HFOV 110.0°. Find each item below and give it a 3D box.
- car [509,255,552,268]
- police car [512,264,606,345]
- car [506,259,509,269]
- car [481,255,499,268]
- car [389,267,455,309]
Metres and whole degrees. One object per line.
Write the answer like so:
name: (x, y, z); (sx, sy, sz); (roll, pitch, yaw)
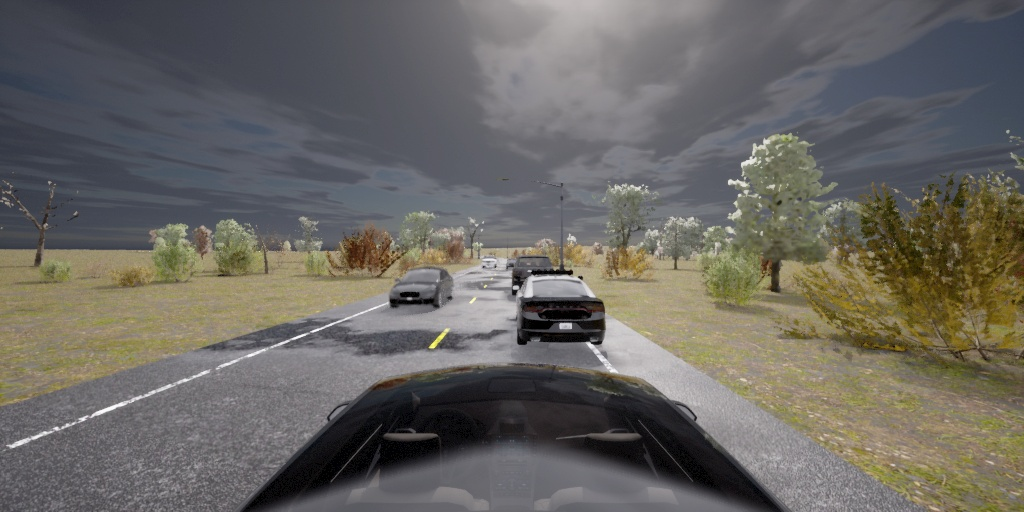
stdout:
car: (1.060, 0.957, 19.536); (2.150, 2.045, 5.566); (0, 0, 0)
police car: (1.055, 1.170, 9.615); (1.930, 1.638, 5.238); (0, 0, 0)
car: (0.083, 1.209, 52.255); (2.033, 1.411, 5.357); (0, 0, 1)
car: (-3.575, 0.874, 56.399); (2.150, 2.045, 5.566); (0, 0, 0)
car: (-3.592, 1.244, 15.006); (1.837, 1.490, 4.892); (0, 0, 0)
